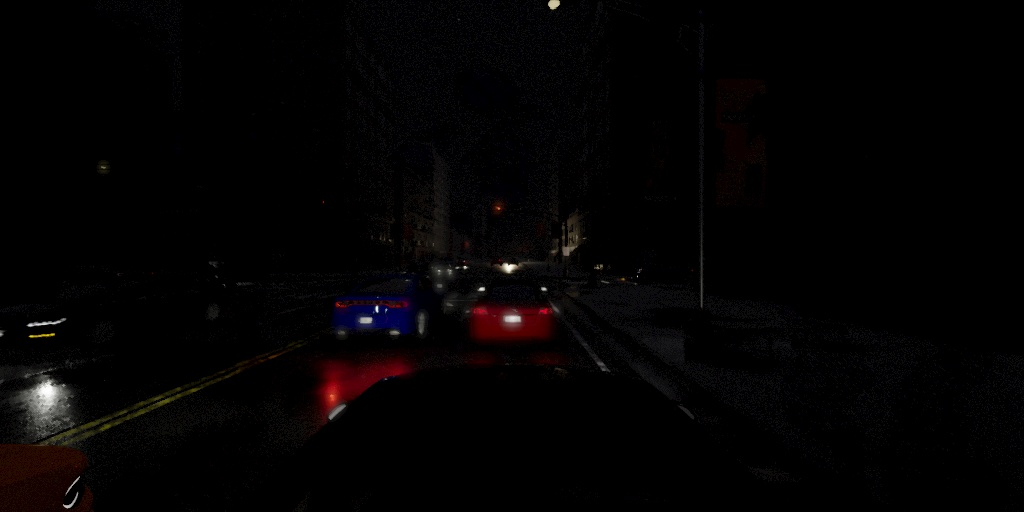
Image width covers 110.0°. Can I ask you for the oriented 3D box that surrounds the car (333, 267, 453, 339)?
[{"bbox_3d":[-3.123,1.228,10.151,1.882,1.535,5.008,0,0,0],"label":"car"}]

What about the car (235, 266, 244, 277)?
[{"bbox_3d":[-25.286,1.330,30.497,4.313,1.339,1.948,0,0,0],"label":"car"}]

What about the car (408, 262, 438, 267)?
[{"bbox_3d":[-9.739,1.297,37.940,2.033,1.411,5.357,0,0,0],"label":"car"}]

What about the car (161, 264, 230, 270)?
[{"bbox_3d":[-22.526,1.308,24.991,4.181,1.385,1.994,0,0,1],"label":"car"}]

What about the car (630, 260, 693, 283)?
[{"bbox_3d":[11.629,1.140,28.037,4.553,1.767,2.097,0,0,2],"label":"car"}]

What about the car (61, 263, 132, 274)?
[{"bbox_3d":[-25.353,1.172,22.473,4.097,1.591,1.967,0,0,0],"label":"car"}]

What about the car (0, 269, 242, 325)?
[{"bbox_3d":[-9.830,1.255,9.273,1.837,1.490,4.892,0,0,0],"label":"car"}]

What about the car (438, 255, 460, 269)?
[{"bbox_3d":[-9.684,0.958,53.838,2.150,2.045,5.566,0,1,0],"label":"car"}]

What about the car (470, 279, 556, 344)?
[{"bbox_3d":[0.028,1.314,9.623,1.994,1.385,4.181,0,0,0],"label":"car"}]
